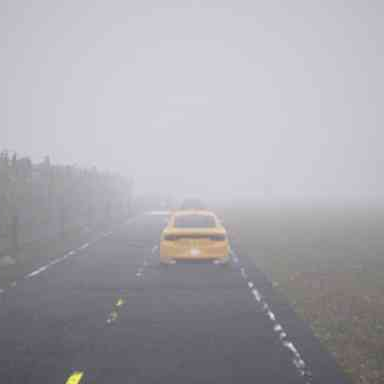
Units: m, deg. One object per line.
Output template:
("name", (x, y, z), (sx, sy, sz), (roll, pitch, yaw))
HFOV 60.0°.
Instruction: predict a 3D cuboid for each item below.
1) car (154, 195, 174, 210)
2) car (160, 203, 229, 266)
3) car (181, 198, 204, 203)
("car", (-2.882, 1.039, 35.395), (2.128, 1.511, 4.902), (0, 1, 0))
("car", (0.071, 1.334, 10.966), (1.882, 1.535, 5.008), (0, 1, 0))
("car", (0.058, 1.212, 27.345), (1.994, 1.385, 4.181), (0, 1, 0))
